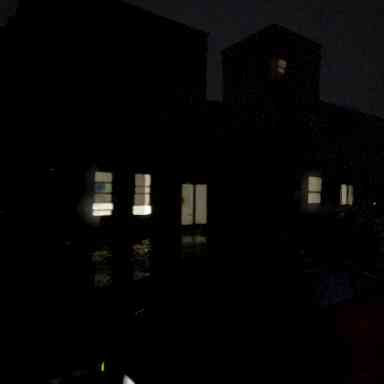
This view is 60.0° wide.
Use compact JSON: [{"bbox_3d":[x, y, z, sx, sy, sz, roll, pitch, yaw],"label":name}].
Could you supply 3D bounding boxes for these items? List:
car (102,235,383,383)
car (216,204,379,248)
[{"bbox_3d":[1.065,1.550,4.137,4.181,1.385,1.994,0,0,-35],"label":"car"},{"bbox_3d":[2.890,1.283,8.597,5.009,1.841,2.192,0,1,-35],"label":"car"}]
